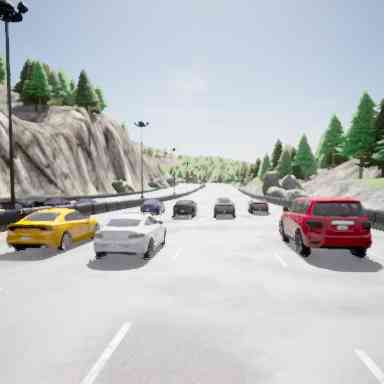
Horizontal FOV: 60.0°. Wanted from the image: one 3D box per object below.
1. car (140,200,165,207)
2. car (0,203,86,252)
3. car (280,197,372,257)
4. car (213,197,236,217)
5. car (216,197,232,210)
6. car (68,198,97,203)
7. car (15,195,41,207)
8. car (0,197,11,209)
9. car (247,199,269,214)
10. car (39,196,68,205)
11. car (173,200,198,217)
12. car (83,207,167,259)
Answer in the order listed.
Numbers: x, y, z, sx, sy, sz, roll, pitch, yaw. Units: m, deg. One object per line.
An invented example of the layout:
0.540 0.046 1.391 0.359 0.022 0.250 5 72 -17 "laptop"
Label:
-3.864 1.465 32.696 1.812 1.442 4.674 0 0 5 "car"
-5.518 1.451 13.953 1.882 1.535 5.008 0 0 5 "car"
4.942 1.199 13.045 2.150 2.045 5.566 0 0 5 "car"
2.940 1.433 30.169 2.128 1.511 4.902 0 0 5 "car"
4.001 1.400 42.195 1.882 1.535 5.008 0 0 5 "car"
-13.702 1.483 42.629 1.994 1.385 4.181 0 0 5 "car"
-20.684 1.269 43.125 2.097 1.767 4.553 0 0 5 "car"
-24.248 1.425 42.609 1.837 1.490 4.892 0 0 5 "car"
6.870 1.426 34.867 2.128 1.511 4.902 0 0 5 "car"
-17.225 1.483 42.544 1.994 1.385 4.181 0 0 5 "car"
-0.565 1.421 30.263 1.882 1.535 5.008 0 0 5 "car"
-2.143 1.502 12.373 1.812 1.442 4.674 0 0 5 "car"
